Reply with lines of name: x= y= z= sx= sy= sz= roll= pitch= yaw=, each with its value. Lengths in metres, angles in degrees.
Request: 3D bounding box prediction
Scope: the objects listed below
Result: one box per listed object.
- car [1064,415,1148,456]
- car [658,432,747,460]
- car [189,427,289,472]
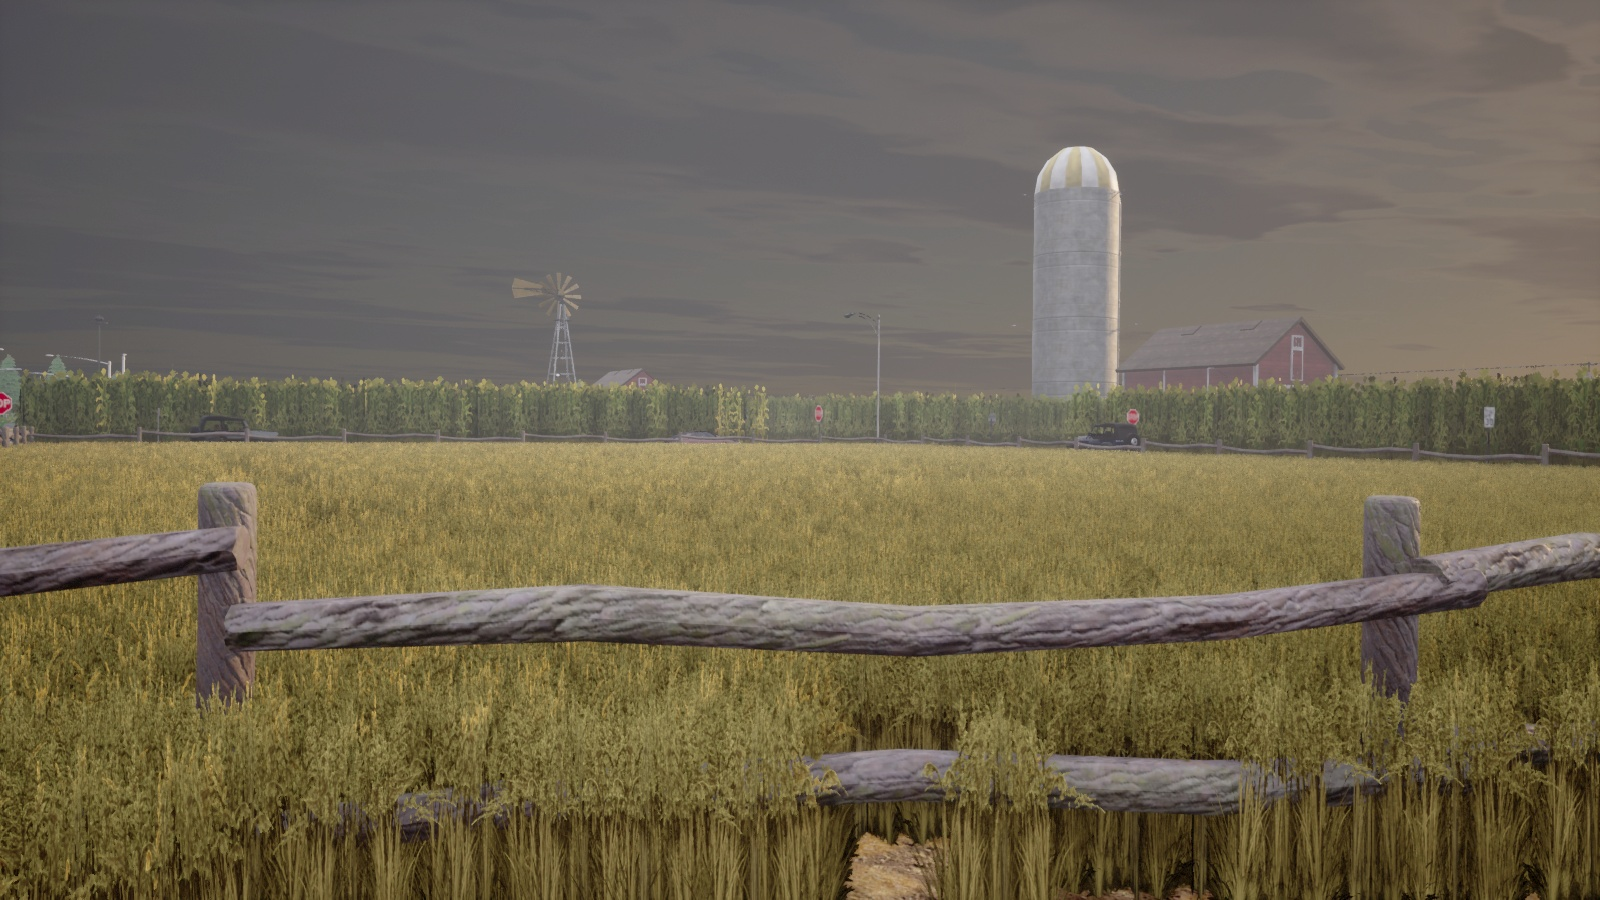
car: x=14.767 y=-0.716 z=60.785 sx=1.905 sy=1.878 sz=3.866 roll=-1 pitch=2 yaw=-28
car: x=-5.139 y=-0.231 z=66.330 sx=4.181 sy=1.385 sz=1.994 roll=-2 pitch=1 yaw=-27
car: x=-24.980 y=-0.046 z=55.914 sx=3.866 sy=1.878 sz=1.905 roll=-1 pitch=1 yaw=-29
